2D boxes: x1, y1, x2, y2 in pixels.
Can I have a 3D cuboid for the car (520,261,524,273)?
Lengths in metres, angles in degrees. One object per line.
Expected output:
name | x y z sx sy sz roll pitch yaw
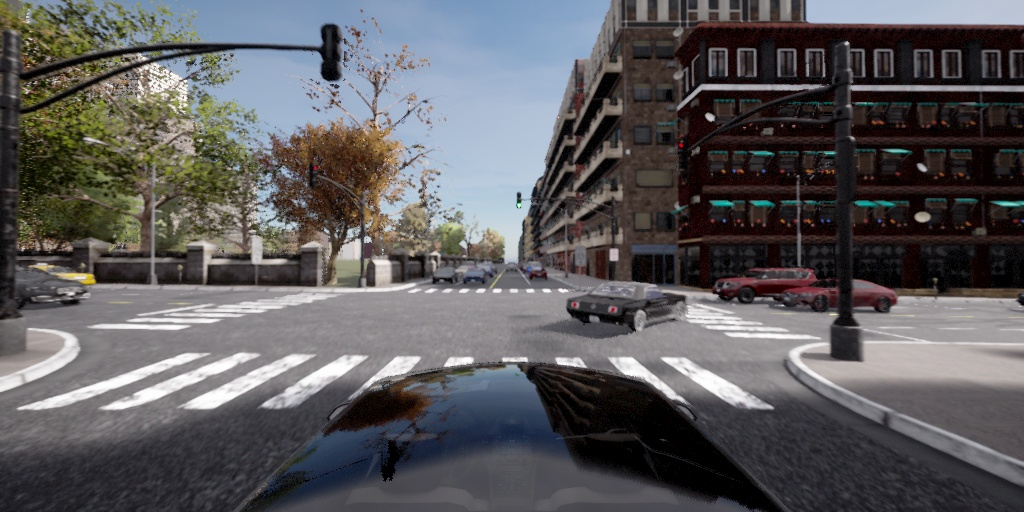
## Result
car | 2.640 1.818 53.862 1.967 1.591 4.097 0 0 0

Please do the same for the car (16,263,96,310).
car | -18.320 1.076 12.904 4.892 1.490 1.837 1 -1 -1

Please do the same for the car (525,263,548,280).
car | 2.657 1.712 36.973 1.888 1.381 4.507 0 0 0

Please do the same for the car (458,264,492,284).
car | -3.123 1.647 31.460 2.033 1.411 5.357 0 -1 0

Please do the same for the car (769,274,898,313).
car | 14.878 1.748 16.439 4.674 1.442 1.812 1 -1 -2

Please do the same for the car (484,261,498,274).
car | -3.106 1.857 52.917 2.128 1.511 4.902 0 -1 0

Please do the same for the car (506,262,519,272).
car | -0.056 2.000 59.646 2.033 1.411 5.357 0 -1 0

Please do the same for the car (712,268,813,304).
car | 13.433 1.549 19.011 5.009 1.841 2.192 0 0 -1

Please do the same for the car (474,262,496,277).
car | -3.121 1.746 41.279 1.812 1.442 4.674 0 -1 0

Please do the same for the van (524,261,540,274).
van | 2.652 1.577 42.603 1.690 1.789 3.998 0 0 0

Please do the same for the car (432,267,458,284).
car | -5.718 1.664 31.335 1.948 1.339 4.313 0 0 0

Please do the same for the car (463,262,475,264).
car | -5.729 1.761 42.426 1.751 1.417 4.829 0 0 0

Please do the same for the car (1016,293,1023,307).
car | 26.719 2.041 16.564 4.718 1.301 1.895 1 -1 -1

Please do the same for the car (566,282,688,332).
car | 3.866 1.483 11.412 4.718 1.301 1.895 2 -1 -44
